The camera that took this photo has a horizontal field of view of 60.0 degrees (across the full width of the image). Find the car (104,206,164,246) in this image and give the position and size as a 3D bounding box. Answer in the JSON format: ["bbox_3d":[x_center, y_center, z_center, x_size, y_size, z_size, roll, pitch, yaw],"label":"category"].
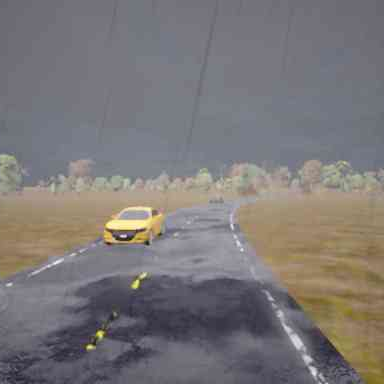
[{"bbox_3d":[-2.482,1.426,15.310,1.882,1.535,5.008,0,0,4],"label":"car"}]

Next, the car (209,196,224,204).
[{"bbox_3d":[4.158,1.363,56.915,1.994,1.385,4.181,0,0,15],"label":"car"}]
